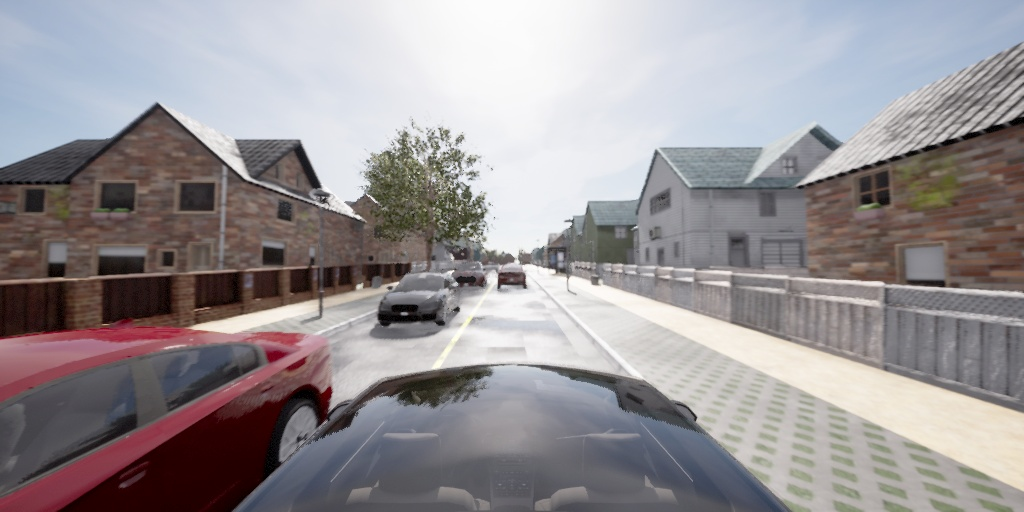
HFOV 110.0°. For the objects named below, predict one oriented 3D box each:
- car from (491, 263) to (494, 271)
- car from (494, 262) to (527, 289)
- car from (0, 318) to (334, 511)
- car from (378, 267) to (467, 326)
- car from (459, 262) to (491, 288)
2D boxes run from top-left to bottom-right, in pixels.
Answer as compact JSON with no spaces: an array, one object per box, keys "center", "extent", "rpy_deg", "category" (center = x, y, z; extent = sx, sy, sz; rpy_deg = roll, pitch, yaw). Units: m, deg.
[{"center":[-2.835,1.607,51.170],"extent":[1.895,1.301,4.718],"rpy_deg":[0,0,0],"category":"car"},{"center":[0.019,1.305,24.168],"extent":[1.882,1.535,5.008],"rpy_deg":[0,0,1],"category":"car"},{"center":[-2.852,1.230,1.801],"extent":[1.882,1.535,5.008],"rpy_deg":[0,0,0],"category":"car"},{"center":[-2.842,1.286,11.919],"extent":[1.837,1.490,4.892],"rpy_deg":[0,0,0],"category":"car"},{"center":[-2.788,1.180,24.237],"extent":[2.097,1.767,4.553],"rpy_deg":[0,0,0],"category":"car"}]
